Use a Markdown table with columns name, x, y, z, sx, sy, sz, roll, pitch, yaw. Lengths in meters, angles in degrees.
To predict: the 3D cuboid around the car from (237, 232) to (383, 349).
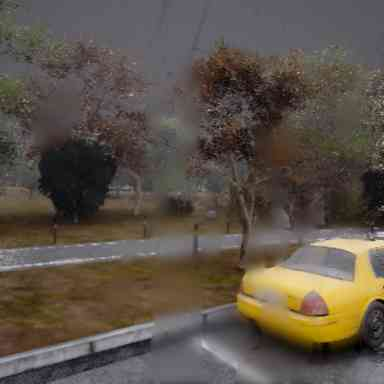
| name | x | y | z | sx | sy | sz | roll | pitch | yaw |
| --- | --- | --- | --- | --- | --- | --- | --- | --- | --- |
| car | 3.338 | 1.530 | 6.275 | 5.366 | 1.575 | 1.946 | 0 | -2 | -31 |
